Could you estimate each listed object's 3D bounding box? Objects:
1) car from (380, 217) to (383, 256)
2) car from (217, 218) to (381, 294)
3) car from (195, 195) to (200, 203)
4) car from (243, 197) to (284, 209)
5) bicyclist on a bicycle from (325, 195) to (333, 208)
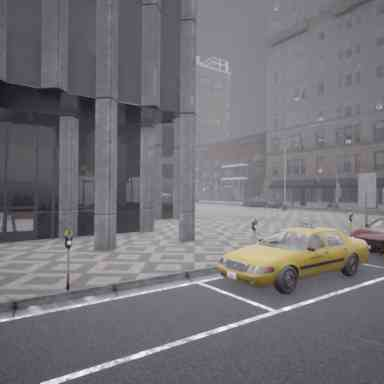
[{"bbox_3d":[7.555,1.546,12.160,4.507,1.381,1.887,0,1,-36],"label":"car"},{"bbox_3d":[2.841,1.526,8.790,4.829,1.417,1.752,0,1,-36],"label":"car"},{"bbox_3d":[-0.593,1.086,58.195,2.128,1.511,4.902,1,0,-35],"label":"car"},{"bbox_3d":[8.503,1.296,39.850,2.033,1.411,5.357,1,0,-35],"label":"car"},{"bbox_3d":[16.356,1.156,39.546,1.656,1.620,0.582,0,0,-35],"label":"bicyclist on a bicycle"}]
